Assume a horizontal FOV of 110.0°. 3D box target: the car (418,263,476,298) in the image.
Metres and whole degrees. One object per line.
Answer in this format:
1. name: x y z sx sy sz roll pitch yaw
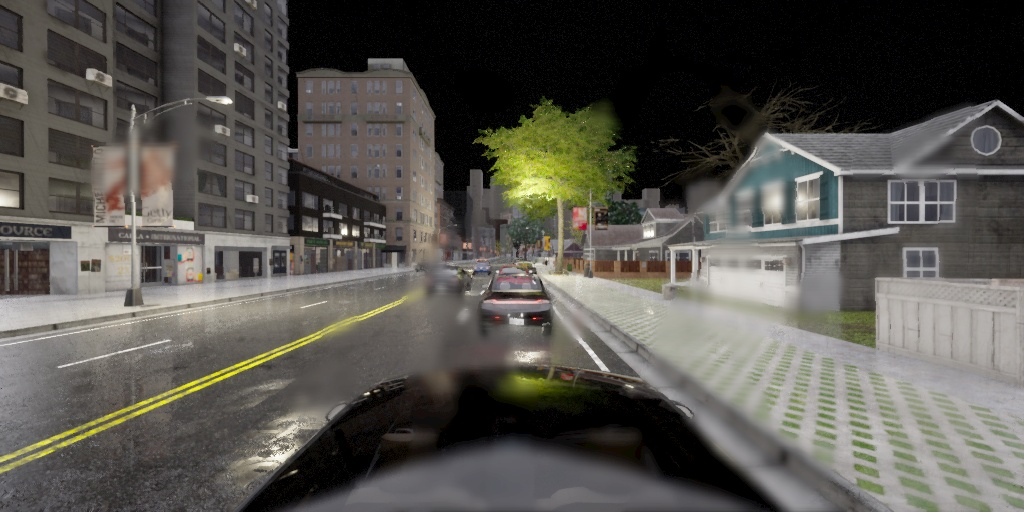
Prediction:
1. car: -3.132 1.268 18.237 1.812 1.442 4.674 0 0 0

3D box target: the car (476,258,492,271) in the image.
1. car: -3.113 1.264 38.876 2.033 1.411 5.357 0 0 0

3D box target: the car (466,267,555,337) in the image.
1. car: 0.111 1.239 10.330 2.128 1.511 4.902 0 0 0

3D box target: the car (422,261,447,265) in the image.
1. car: -6.569 1.289 33.126 1.994 1.385 4.181 0 0 0

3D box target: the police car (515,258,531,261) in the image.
1. police car: 1.003 1.155 29.563 1.930 1.638 5.238 0 0 0

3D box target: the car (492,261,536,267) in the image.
1. car: 0.119 1.218 19.834 1.882 1.535 5.008 0 0 0

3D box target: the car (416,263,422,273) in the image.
1. car: -9.810 1.277 41.820 1.994 1.385 4.181 0 0 0
